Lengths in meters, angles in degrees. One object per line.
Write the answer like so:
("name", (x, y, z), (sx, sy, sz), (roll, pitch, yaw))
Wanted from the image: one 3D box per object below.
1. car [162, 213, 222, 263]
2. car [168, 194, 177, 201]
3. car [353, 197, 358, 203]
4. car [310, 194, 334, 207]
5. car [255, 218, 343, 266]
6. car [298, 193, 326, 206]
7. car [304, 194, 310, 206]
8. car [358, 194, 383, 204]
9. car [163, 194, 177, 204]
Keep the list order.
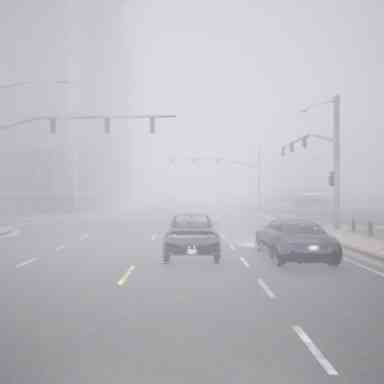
("car", (-0.023, 1.509, 12.019), (2.128, 1.511, 4.902), (0, 0, -1))
("car", (-4.769, 1.288, 81.440), (2.097, 1.767, 4.553), (0, 0, -1))
("car", (39.282, 1.525, 74.952), (3.905, 1.438, 1.784), (0, 0, 0))
("car", (24.283, 1.537, 60.843), (3.806, 1.475, 1.970), (0, 0, 0))
("car", (3.484, 1.581, 11.583), (1.994, 1.385, 4.181), (0, 0, -1))
("car", (24.203, 1.303, 66.422), (4.605, 1.855, 1.932), (0, 0, 0))
("car", (24.268, 1.510, 63.739), (3.905, 1.438, 1.784), (0, 0, 0))
("car", (39.234, 1.310, 72.055), (4.605, 1.855, 1.932), (0, 0, 0))
("car", (-4.588, 1.448, 66.090), (2.097, 1.767, 4.553), (0, 0, 0))
